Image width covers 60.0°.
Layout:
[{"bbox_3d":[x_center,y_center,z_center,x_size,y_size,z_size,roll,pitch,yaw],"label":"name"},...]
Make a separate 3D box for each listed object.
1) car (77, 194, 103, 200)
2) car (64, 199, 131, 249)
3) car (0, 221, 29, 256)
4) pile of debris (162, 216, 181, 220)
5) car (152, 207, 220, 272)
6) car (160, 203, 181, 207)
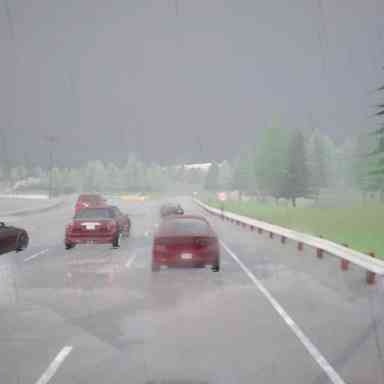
[{"bbox_3d":[-9.107,1.222,30.288,2.150,2.045,5.566,0,0,-8],"label":"car"},{"bbox_3d":[-3.975,1.352,14.745,2.097,1.767,4.553,0,0,-3],"label":"car"},{"bbox_3d":[-7.273,1.569,11.263,1.994,1.385,4.181,0,0,-3],"label":"car"},{"bbox_3d":[-1.707,2.167,27.540,1.500,0.140,1.860,0,0,-7],"label":"pile of debris"},{"bbox_3d":[-0.238,1.474,10.898,1.882,1.535,5.008,0,0,-2],"label":"car"},{"bbox_3d":[-1.873,1.593,28.990,1.895,1.301,4.718,0,0,-8],"label":"car"}]
